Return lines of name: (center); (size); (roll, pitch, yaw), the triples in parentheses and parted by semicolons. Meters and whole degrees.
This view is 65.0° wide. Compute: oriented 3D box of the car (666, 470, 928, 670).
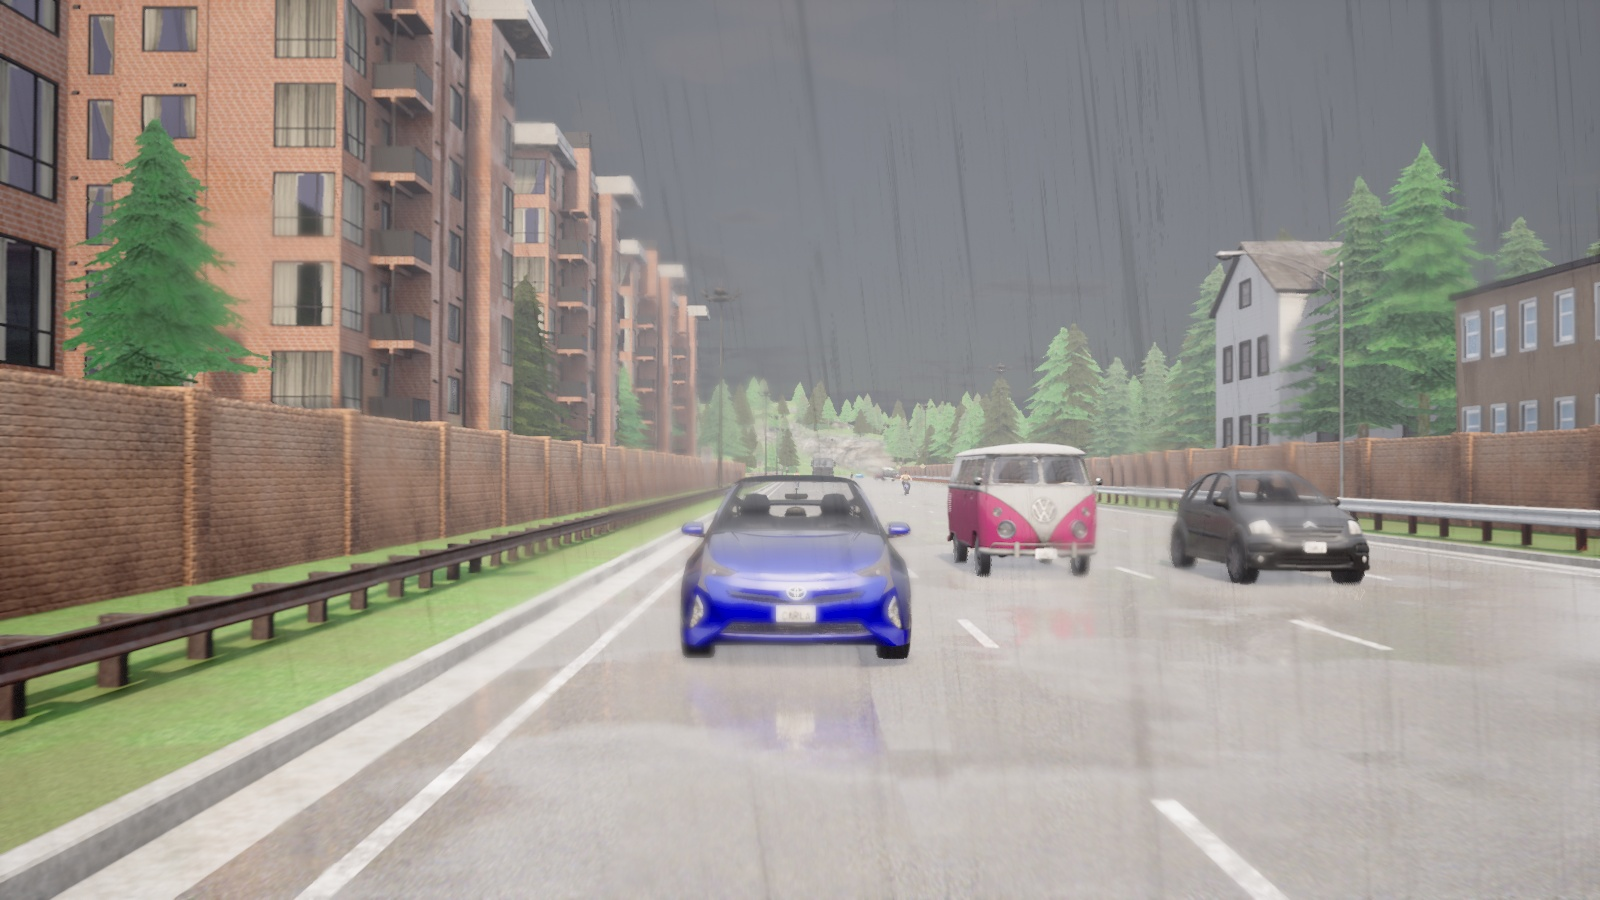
car: (-0.029, 0.961, 11.906); (2.007, 1.525, 4.514); (0, -1, 0)

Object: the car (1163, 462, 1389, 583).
car: (6.954, 1.000, 18.809); (1.851, 1.617, 3.988); (0, -1, 0)

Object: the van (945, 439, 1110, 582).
van: (3.451, 0.886, 19.844); (1.775, 1.987, 4.442); (0, -1, 0)
